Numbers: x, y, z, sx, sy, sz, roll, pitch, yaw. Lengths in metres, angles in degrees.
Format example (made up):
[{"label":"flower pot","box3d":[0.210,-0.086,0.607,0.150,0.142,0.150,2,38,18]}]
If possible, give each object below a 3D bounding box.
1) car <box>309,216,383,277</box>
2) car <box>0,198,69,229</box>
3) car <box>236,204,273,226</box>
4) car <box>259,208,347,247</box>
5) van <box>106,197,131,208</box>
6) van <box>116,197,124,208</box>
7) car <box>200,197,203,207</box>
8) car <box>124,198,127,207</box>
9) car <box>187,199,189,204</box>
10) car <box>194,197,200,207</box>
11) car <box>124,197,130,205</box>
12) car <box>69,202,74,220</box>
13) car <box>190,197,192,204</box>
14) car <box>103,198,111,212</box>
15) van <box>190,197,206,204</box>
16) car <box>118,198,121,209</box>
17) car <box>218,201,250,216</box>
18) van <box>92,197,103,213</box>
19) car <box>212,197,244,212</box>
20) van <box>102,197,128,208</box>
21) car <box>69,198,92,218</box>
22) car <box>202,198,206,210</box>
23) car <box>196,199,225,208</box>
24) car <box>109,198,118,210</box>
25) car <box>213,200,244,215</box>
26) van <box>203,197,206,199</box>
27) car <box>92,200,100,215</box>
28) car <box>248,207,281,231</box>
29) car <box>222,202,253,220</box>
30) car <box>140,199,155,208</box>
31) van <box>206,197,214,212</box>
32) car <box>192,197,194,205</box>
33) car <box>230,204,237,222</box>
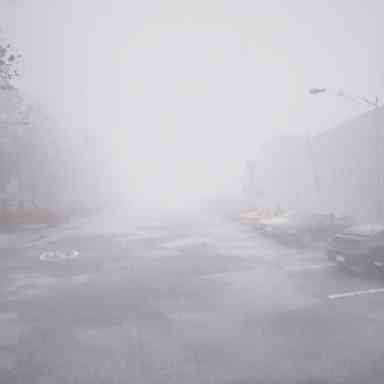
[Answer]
[{"label":"car","box3d":[6.447,1.674,10.424,4.892,1.521,2.231,1,-1,-23]},{"label":"car","box3d":[-12.135,1.520,24.055,5.566,2.045,2.435,-1,-1,-23]},{"label":"car","box3d":[5.960,1.775,22.214,5.366,1.575,1.946,1,-1,-23]},{"label":"car","box3d":[6.128,1.725,16.278,4.892,1.521,2.231,1,0,-23]},{"label":"van","box3d":[-14.363,1.979,65.244,4.442,1.987,1.878,0,-1,-23]},{"label":"van","box3d":[-13.705,1.831,53.487,4.442,1.987,1.878,0,-1,-23]},{"label":"car","box3d":[4.120,1.924,51.419,4.553,1.767,2.185,1,-1,-23]},{"label":"car","box3d":[-13.974,2.133,56.374,4.674,1.452,2.002,0,-1,-23]},{"label":"car","box3d":[2.156,2.466,83.564,5.366,1.575,1.946,1,-1,-23]},{"label":"car","box3d":[3.847,1.868,57.301,5.566,2.045,2.435,1,-1,-23]},{"label":"car","box3d":[-14.142,2.169,59.315,4.674,1.452,2.002,0,-1,-23]},{"label":"car","box3d":[-12.347,1.827,26.963,4.792,1.488,2.163,-1,0,-23]},{"label":"car","box3d":[3.003,2.352,74.924,5.366,1.575,1.946,1,-1,-23]},{"label":"car","box3d":[-13.139,1.931,41.676,4.892,1.521,2.231,-1,0,-23]},{"label":"van","box3d":[1.724,2.522,95.396,4.442,1.987,1.878,2,-3,-24]},{"label":"car","box3d":[-13.638,2.063,50.490,4.674,1.452,2.002,0,0,-23]},{"label":"car","box3d":[5.272,1.880,30.910,4.792,1.488,2.163,1,0,-23]},{"label":"van","box3d":[-13.087,1.677,38.687,4.442,1.987,1.878,-1,0,-23]},{"label":"car","box3d":[5.002,1.778,36.792,4.553,1.767,2.185,1,0,-23]},{"label":"van","box3d":[-14.410,1.942,62.204,4.442,1.987,1.878,0,0,-23]},{"label":"car","box3d":[-12.626,1.722,32.870,4.553,1.767,2.185,-1,0,-23]},{"label":"car","box3d":[4.470,1.987,45.569,5.008,1.535,2.097,1,-1,-23]},{"label":"car","box3d":[3.482,2.194,63.140,4.892,1.521,2.231,1,-1,-23]},{"label":"car","box3d":[-13.142,1.956,44.690,5.366,1.575,1.946,-1,-1,-23]},{"label":"car","box3d":[5.140,1.878,33.854,4.892,1.521,2.231,1,0,-23]},{"label":"van","box3d":[4.420,1.795,48.550,4.442,1.987,1.878,1,-1,-23]},{"label":"car","box3d":[-12.843,1.905,35.784,4.792,1.488,2.163,-1,0,-23]},{"label":"car","box3d":[5.959,1.789,19.206,4.674,1.452,2.002,1,0,-23]},{"label":"car","box3d":[5.474,1.827,27.991,4.892,1.521,2.231,1,0,-23]},{"label":"car","box3d":[-7.862,2.217,60.995,2.033,1.411,5.357,0,-1,-3]},{"label":"van","box3d":[4.539,1.730,42.592,4.442,1.987,1.878,1,0,-23]},{"label":"car","box3d":[3.331,2.271,69.072,5.366,1.575,1.946,1,-1,-23]},{"label":"car","box3d":[5.630,1.840,25.065,4.674,1.452,2.002,1,0,-23]}]
